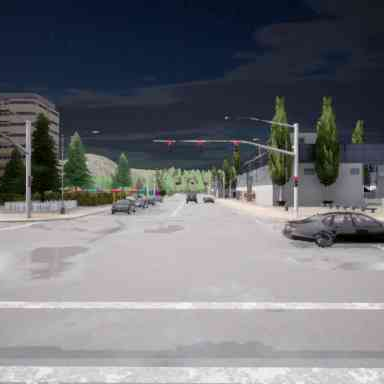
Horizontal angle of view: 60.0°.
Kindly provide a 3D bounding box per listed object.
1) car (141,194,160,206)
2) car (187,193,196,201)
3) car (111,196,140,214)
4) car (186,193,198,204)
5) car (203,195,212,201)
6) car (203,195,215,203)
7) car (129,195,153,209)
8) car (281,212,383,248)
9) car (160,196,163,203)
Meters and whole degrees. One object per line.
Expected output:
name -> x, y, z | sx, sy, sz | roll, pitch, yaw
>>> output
car -> -7.114, 1.547, 56.090 | 2.033, 1.411, 5.357 | 0, 0, 0
car -> -0.043, 1.210, 76.803 | 2.097, 1.767, 4.553 | 0, 0, 0
car -> -7.137, 1.505, 35.034 | 1.837, 1.490, 4.892 | 0, 0, 1
car -> -0.037, 1.221, 66.181 | 2.150, 2.045, 5.566 | 0, 0, 0
car -> 3.457, 1.450, 76.865 | 1.895, 1.301, 4.718 | 0, 0, 0
car -> 3.462, 1.601, 66.557 | 1.895, 1.301, 4.718 | 0, 0, 0
car -> -7.114, 1.492, 45.482 | 2.128, 1.511, 4.902 | 0, 0, 0
car -> 6.581, 1.548, 14.065 | 5.357, 1.411, 2.033 | 0, 0, 0
car -> -7.039, 1.503, 68.890 | 1.837, 1.490, 4.892 | 0, 0, 0
